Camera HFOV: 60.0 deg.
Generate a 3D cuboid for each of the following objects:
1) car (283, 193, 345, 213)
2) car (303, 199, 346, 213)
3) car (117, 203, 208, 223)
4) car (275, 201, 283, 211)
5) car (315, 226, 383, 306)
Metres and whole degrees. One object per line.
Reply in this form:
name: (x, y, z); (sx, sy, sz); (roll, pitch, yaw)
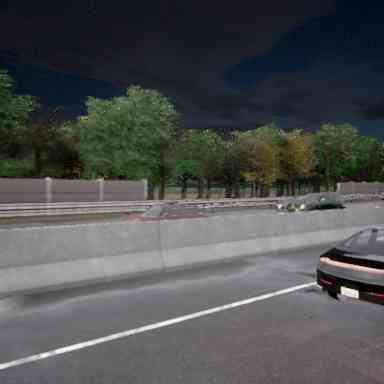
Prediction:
car: (10.772, 1.090, 28.515); (5.566, 2.045, 2.150); (-1, 0, -34)
car: (13.848, 1.409, 34.726); (4.718, 1.301, 1.895); (-1, 0, -34)
car: (-1.373, 1.329, 15.852); (4.553, 1.767, 2.097); (0, 0, -35)
car: (11.124, 1.316, 36.351); (4.902, 1.511, 2.128); (-1, 0, -37)
car: (4.640, 1.471, 7.003); (4.902, 1.511, 2.128); (0, 0, -35)
